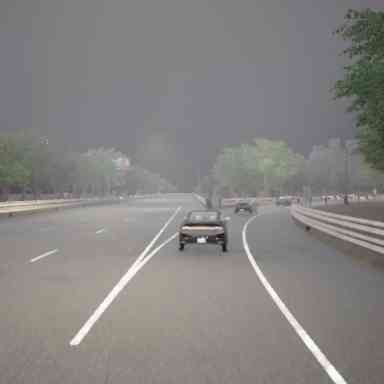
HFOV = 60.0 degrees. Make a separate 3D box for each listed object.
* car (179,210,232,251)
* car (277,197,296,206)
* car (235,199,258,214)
[{"bbox_3d":[0.612,1.495,14.130,2.128,1.511,4.902,0,0,7],"label":"car"},{"bbox_3d":[15.063,1.485,53.056,2.128,1.511,4.902,0,0,35],"label":"car"},{"bbox_3d":[5.903,1.559,35.726,1.837,1.490,4.892,-1,-1,21],"label":"car"}]
